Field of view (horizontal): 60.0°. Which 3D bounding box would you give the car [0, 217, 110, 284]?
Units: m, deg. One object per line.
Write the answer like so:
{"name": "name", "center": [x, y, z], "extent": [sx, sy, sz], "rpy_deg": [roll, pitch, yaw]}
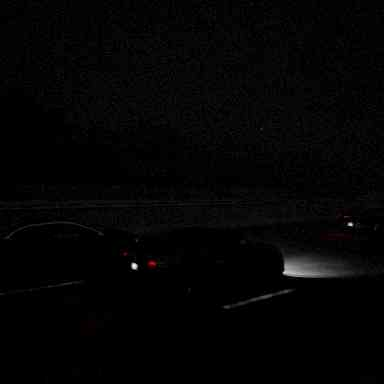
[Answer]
{"name": "car", "center": [-3.822, 1.494, 9.620], "extent": [4.902, 1.511, 2.128], "rpy_deg": [0, 0, -36]}

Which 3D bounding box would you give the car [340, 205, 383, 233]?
{"name": "car", "center": [10.895, 1.587, 20.131], "extent": [4.892, 1.490, 1.837], "rpy_deg": [0, 0, -36]}

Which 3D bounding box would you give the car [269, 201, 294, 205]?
{"name": "car", "center": [9.702, 1.691, 36.698], "extent": [4.181, 1.385, 1.994], "rpy_deg": [0, 0, -35]}

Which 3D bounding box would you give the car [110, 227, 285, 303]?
{"name": "car", "center": [0.393, 1.573, 8.329], "extent": [4.181, 1.385, 1.994], "rpy_deg": [0, 0, -36]}
